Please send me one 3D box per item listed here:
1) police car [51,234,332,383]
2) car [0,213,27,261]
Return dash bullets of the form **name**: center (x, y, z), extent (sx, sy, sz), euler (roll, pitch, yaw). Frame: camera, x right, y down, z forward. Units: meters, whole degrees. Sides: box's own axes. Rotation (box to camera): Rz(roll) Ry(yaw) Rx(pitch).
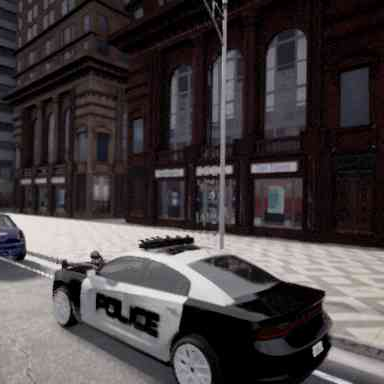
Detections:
- **police car**: center (-0.524, 1.537, 5.438), extent (5.238, 1.638, 1.930), euler (0, -2, 42)
- **car**: center (-7.846, 1.494, 12.043), extent (4.553, 1.767, 2.097), euler (0, -2, 42)
